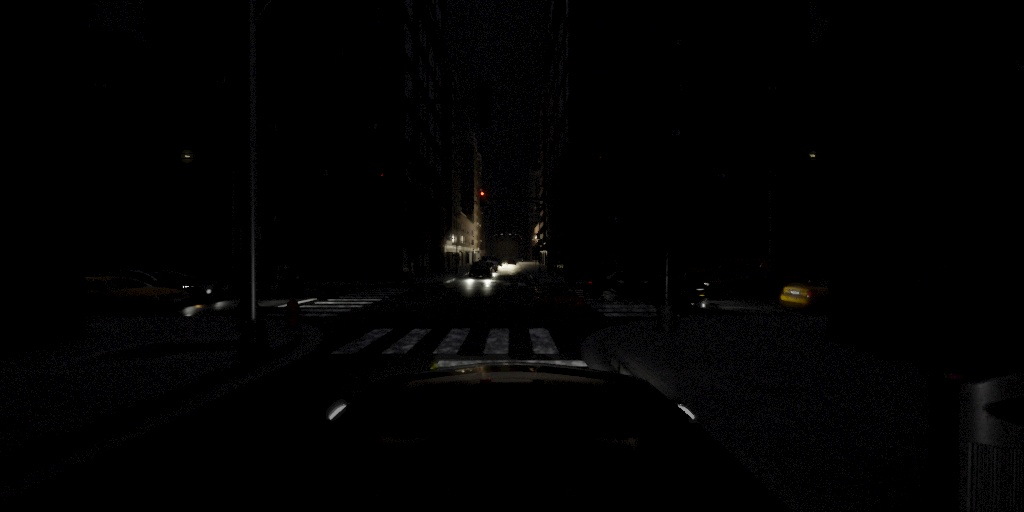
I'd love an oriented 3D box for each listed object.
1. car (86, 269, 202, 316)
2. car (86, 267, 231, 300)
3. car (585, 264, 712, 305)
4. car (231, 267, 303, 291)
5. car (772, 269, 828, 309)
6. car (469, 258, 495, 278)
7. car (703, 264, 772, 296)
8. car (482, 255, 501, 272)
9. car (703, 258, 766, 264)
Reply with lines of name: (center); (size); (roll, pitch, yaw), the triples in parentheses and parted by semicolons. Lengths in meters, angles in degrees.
car: (-14.403, 1.304, 12.873); (4.829, 1.417, 1.751); (0, 0, 0)
car: (-15.482, 1.260, 15.398); (4.902, 1.511, 2.128); (0, 0, 0)
car: (5.670, 1.255, 15.656); (4.892, 1.490, 1.837); (0, 3, 14)
car: (-14.569, 1.307, 20.898); (4.313, 1.339, 1.948); (0, 0, 0)
car: (12.480, 1.280, 12.889); (4.829, 1.417, 1.751); (0, 0, 0)
car: (-2.914, 1.219, 33.814); (1.882, 1.535, 5.008); (0, 0, 0)
car: (12.134, 1.277, 18.338); (5.357, 1.411, 2.033); (0, 0, 3)
car: (-2.935, 0.947, 45.060); (2.150, 2.045, 5.566); (0, 1, 0)
car: (12.314, 1.032, 20.914); (5.009, 1.841, 2.192); (0, 0, 0)
